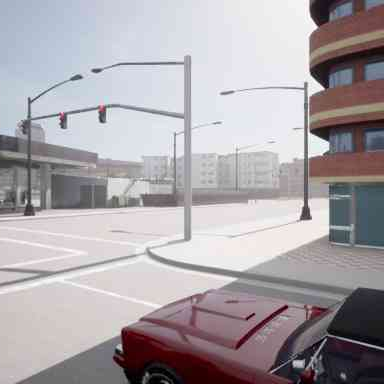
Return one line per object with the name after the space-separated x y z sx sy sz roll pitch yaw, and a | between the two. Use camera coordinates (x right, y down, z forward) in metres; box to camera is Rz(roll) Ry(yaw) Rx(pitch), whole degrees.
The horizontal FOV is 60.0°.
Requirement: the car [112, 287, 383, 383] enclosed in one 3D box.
1.498 1.601 2.905 4.718 1.301 1.895 0 0 36 | car

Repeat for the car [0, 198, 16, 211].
-22.368 1.456 38.855 3.806 1.475 1.970 0 0 36 | car
